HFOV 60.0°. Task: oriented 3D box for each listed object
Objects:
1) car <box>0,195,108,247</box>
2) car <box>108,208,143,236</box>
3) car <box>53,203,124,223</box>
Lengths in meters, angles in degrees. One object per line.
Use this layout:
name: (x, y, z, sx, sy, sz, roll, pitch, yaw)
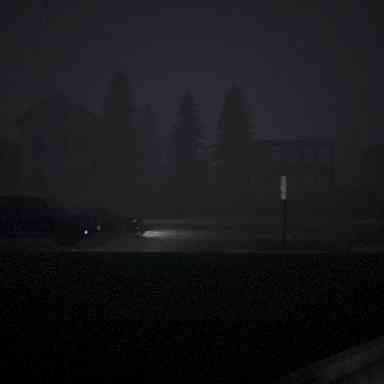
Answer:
car: (-6.775, 1.172, 14.300, 5.566, 2.045, 2.150, 0, 0, 0)
car: (-4.747, 1.516, 17.784, 4.181, 1.385, 1.994, 0, 0, 0)
car: (-7.598, 1.530, 24.804, 4.718, 1.301, 1.895, 0, 0, 0)
